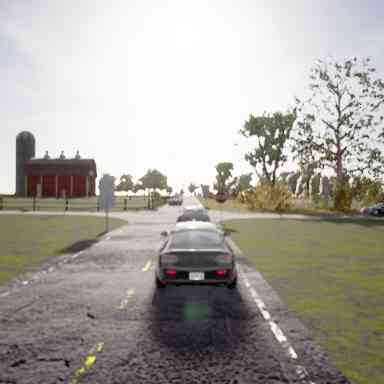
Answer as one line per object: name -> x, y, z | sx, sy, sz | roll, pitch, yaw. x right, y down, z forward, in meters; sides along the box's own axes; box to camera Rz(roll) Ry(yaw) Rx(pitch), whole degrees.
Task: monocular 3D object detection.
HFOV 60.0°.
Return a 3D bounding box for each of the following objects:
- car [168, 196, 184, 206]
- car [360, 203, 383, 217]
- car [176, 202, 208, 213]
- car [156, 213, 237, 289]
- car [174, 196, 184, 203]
car -> -2.822, 1.434, 56.026 | 2.097, 1.767, 4.553 | 0, 0, 0
car -> 20.769, 1.886, 35.787 | 4.902, 1.511, 2.128 | 1, -1, 0
car -> 0.101, 1.585, 21.133 | 1.994, 1.385, 4.181 | 0, 0, 0
car -> 0.101, 1.534, 9.032 | 1.812, 1.442, 4.674 | 0, 0, 0
car -> -2.745, 1.617, 71.133 | 1.837, 1.490, 4.892 | 0, 0, 0
